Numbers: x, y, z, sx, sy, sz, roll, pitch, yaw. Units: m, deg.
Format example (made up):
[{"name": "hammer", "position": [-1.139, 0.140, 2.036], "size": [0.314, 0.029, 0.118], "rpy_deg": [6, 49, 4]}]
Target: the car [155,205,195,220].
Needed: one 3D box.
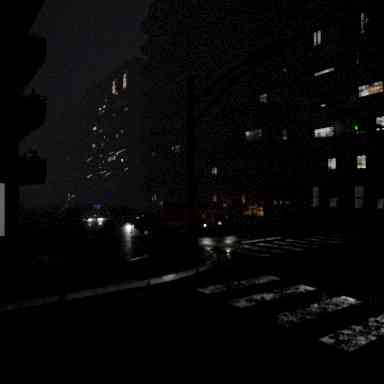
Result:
[{"name": "car", "position": [-1.853, 2.045, 34.177], "size": [1.887, 1.381, 4.507], "rpy_deg": [-1, 0, -36]}]

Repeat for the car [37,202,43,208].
[{"name": "car", "position": [-35.087, 3.050, 80.036], "size": [1.887, 1.381, 4.507], "rpy_deg": [-1, 0, -36]}]

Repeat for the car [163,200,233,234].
[{"name": "car", "position": [0.013, 1.532, 21.804], "size": [2.150, 2.045, 5.566], "rpy_deg": [0, -1, -36]}]

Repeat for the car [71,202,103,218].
[{"name": "car", "position": [-12.198, 2.234, 38.685], "size": [2.033, 1.411, 5.357], "rpy_deg": [0, -1, -36]}]

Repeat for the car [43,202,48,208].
[{"name": "car", "position": [-31.763, 2.973, 75.450], "size": [1.947, 1.339, 4.313], "rpy_deg": [-1, 0, -36]}]

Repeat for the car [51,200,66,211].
[{"name": "car", "position": [-22.676, 2.570, 58.574], "size": [2.128, 1.511, 4.902], "rpy_deg": [0, -1, -36]}]

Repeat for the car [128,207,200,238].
[{"name": "car", "position": [-1.829, 1.833, 19.920], "size": [1.752, 1.417, 4.829], "rpy_deg": [-1, 0, -36]}]

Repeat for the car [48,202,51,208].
[{"name": "car", "position": [-28.446, 2.624, 70.865], "size": [2.192, 1.841, 5.009], "rpy_deg": [-1, 0, -36]}]

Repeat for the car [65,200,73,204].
[{"name": "car", "position": [-17.448, 2.272, 51.362], "size": [2.097, 1.767, 4.553], "rpy_deg": [0, -1, -36]}]

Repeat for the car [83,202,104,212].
[{"name": "car", "position": [-16.368, 2.433, 55.051], "size": [1.882, 1.535, 5.008], "rpy_deg": [0, -1, -36]}]

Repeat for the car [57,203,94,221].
[{"name": "car", "position": [-11.899, 2.163, 33.816], "size": [1.887, 1.381, 4.507], "rpy_deg": [-1, 0, -36]}]

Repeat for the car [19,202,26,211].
[{"name": "car", "position": [-31.840, 2.770, 61.332], "size": [1.887, 1.381, 4.507], "rpy_deg": [-1, 0, -36]}]

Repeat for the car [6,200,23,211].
[{"name": "car", "position": [-35.169, 2.640, 65.917], "size": [2.192, 1.841, 5.009], "rpy_deg": [-1, 0, -36]}]

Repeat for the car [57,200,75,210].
[{"name": "car", "position": [-25.122, 2.524, 66.278], "size": [2.192, 1.841, 5.009], "rpy_deg": [-1, 0, -36]}]

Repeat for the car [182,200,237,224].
[{"name": "car", "position": [1.464, 1.713, 29.592], "size": [2.192, 1.841, 5.009], "rpy_deg": [-1, 0, -36]}]

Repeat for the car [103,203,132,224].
[{"name": "car", "position": [-6.048, 2.003, 30.181], "size": [1.837, 1.490, 4.892], "rpy_deg": [0, -1, -36]}]
